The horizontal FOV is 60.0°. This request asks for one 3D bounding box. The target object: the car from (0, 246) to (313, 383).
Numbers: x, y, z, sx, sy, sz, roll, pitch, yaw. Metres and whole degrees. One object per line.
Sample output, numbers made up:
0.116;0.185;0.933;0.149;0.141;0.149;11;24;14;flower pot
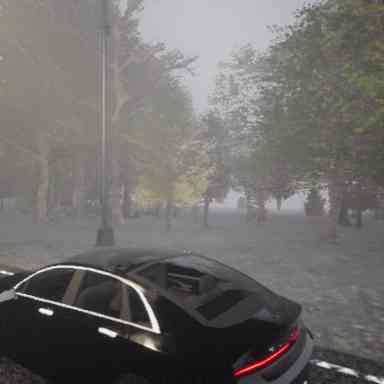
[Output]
-1.035;1.485;4.283;4.892;1.490;1.837;0;1;36;car
